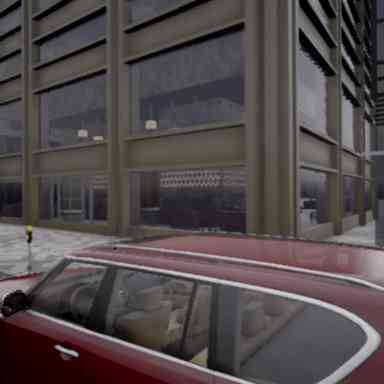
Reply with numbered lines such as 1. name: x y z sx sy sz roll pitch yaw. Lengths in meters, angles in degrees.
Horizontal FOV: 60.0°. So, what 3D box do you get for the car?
1. car: -0.243 1.309 3.034 5.009 1.841 2.192 0 0 35
